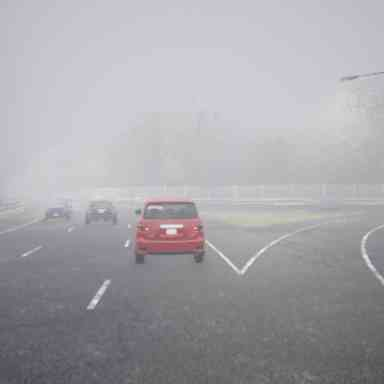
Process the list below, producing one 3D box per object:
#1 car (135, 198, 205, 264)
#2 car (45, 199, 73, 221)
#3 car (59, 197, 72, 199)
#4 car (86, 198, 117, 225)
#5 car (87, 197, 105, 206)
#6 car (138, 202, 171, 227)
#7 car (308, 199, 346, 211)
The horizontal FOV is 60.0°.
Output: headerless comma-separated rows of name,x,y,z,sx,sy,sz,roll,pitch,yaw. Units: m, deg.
car,-0.889,1.222,12.126,2.150,2.045,5.566,0,0,-7
car,-10.971,1.558,27.579,1.812,1.442,4.674,0,0,-15
car,-28.199,1.677,74.021,1.895,1.301,4.718,0,0,-42
car,-6.654,1.370,24.683,2.097,1.767,4.553,0,0,-13
car,-16.943,1.647,58.580,1.895,1.301,4.718,0,0,-32
car,-2.792,1.530,23.685,1.812,1.442,4.674,0,0,-13
car,15.824,1.539,39.139,4.181,1.385,1.994,0,0,7
